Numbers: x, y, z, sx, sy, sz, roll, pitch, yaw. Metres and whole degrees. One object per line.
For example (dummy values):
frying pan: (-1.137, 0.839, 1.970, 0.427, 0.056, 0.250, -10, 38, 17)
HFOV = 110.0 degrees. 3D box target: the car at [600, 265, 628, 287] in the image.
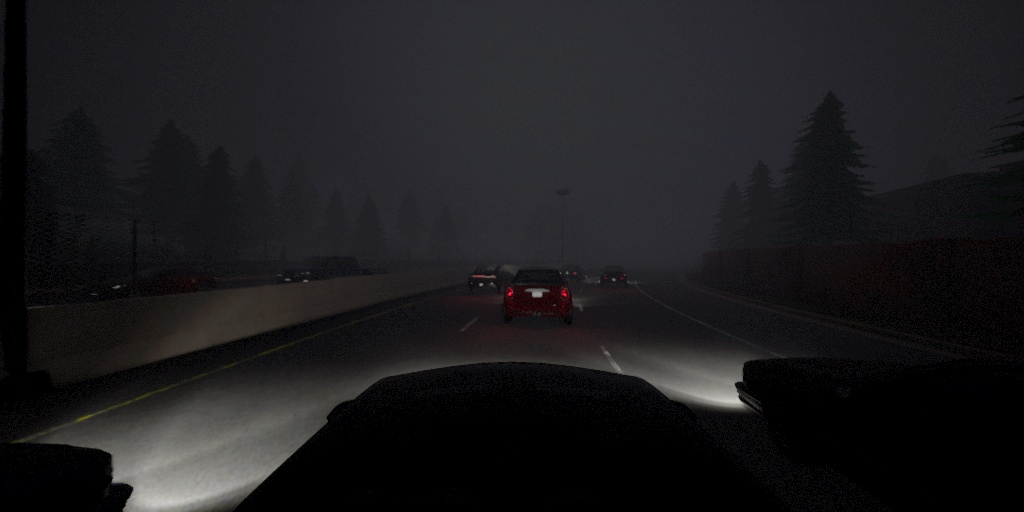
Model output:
car: (7.350, 1.389, 25.922, 1.812, 1.442, 4.674, 0, 0, 16)

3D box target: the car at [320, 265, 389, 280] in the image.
car: (-8.510, 1.365, 20.830, 1.895, 1.301, 4.718, 0, 0, 11)

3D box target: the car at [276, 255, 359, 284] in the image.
car: (-11.746, 0.976, 22.344, 2.150, 2.045, 5.566, 0, -1, 12)

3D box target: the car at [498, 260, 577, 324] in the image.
car: (0.973, 1.140, 12.456, 2.097, 1.767, 4.553, 0, 0, 7)

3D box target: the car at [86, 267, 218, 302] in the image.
car: (-16.289, 1.236, 16.614, 1.812, 1.442, 4.674, 0, 0, 9)

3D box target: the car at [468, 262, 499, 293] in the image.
car: (-1.094, 1.296, 21.029, 2.128, 1.511, 4.902, 0, 0, 12)

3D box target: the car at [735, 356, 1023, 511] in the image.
car: (3.595, 1.317, 1.885, 2.033, 1.411, 5.357, 0, 0, 1)

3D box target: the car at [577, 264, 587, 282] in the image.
car: (5.212, 1.415, 30.861, 2.033, 1.411, 5.357, 0, 0, 19)
